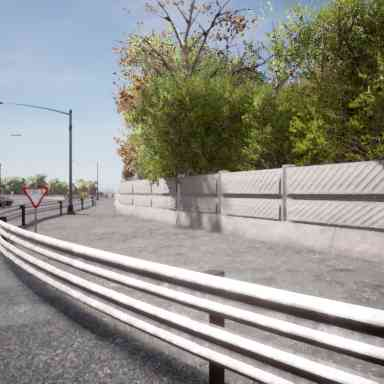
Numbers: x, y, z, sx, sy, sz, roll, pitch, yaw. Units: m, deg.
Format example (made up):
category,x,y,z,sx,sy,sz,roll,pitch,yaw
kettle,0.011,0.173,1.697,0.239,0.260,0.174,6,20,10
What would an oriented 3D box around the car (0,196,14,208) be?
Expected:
category,x,y,z,sx,sy,sz,roll,pitch,yaw
car,-27.388,1.346,47.869,2.097,1.767,4.553,0,0,-10
